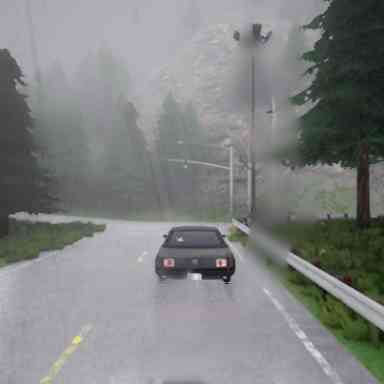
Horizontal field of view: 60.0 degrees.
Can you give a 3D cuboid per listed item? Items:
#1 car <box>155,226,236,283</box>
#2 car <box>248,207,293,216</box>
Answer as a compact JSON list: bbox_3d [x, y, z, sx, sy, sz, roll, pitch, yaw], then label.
[{"bbox_3d":[0.073,1.658,9.814,1.895,1.301,4.718,0,0,0],"label":"car"},{"bbox_3d":[6.915,2.010,27.500,4.892,1.490,1.837,0,-7,-21],"label":"car"}]
